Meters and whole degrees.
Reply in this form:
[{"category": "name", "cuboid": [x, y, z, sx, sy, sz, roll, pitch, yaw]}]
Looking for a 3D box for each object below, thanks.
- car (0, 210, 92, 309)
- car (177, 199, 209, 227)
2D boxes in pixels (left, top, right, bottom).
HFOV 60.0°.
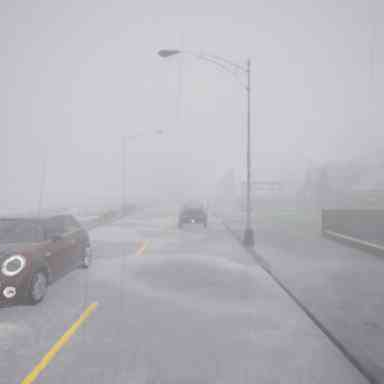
[{"category": "car", "cuboid": [-4.041, 1.336, 7.998, 2.097, 1.767, 4.553, 0, 0, 1]}, {"category": "car", "cuboid": [0.075, 1.465, 22.269, 1.837, 1.490, 4.892, 0, 1, 0]}]
